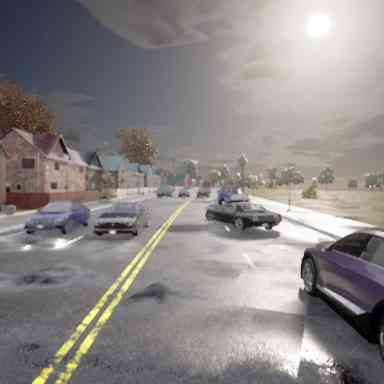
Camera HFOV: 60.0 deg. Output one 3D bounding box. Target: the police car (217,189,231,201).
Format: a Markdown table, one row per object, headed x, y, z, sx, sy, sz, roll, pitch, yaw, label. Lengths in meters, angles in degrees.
| x | y | z | sx | sy | sz | roll | pitch | yaw | label |
| --- | --- | --- | --- | --- | --- | --- | --- | --- | --- |
| 4.649 | 0.356 | 49.045 | 1.930 | 1.638 | 5.238 | 0 | 1 | 3 | police car |

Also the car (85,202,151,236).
| x | y | z | sx | sy | sz | roll | pitch | yaw | label |
| --- | --- | --- | --- | --- | --- | --- | --- | --- | --- |
| -3.174 | 1.192 | 16.139 | 2.033 | 1.411 | 5.357 | 0 | 1 | 1 | car |

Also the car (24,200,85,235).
| x | y | z | sx | sy | sz | roll | pitch | yaw | label |
| --- | --- | --- | --- | --- | --- | --- | --- | --- | --- |
| -6.412 | 1.164 | 16.469 | 1.812 | 1.442 | 4.674 | 0 | 1 | 1 | car |

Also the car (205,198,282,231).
| x | y | z | sx | sy | sz | roll | pitch | yaw | label |
| --- | --- | --- | --- | --- | --- | --- | --- | --- | --- |
| 2.496 | 1.211 | 17.605 | 1.895 | 1.301 | 4.718 | -1 | 1 | -25 | car |

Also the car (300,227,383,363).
| x | y | z | sx | sy | sz | roll | pitch | yaw | label |
| --- | --- | --- | --- | --- | --- | --- | --- | --- | --- |
| 3.270 | 1.314 | 5.194 | 2.033 | 1.649 | 4.856 | 0 | 1 | 0 | car |

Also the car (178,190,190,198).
| x | y | z | sx | sy | sz | roll | pitch | yaw | label |
| --- | --- | --- | --- | --- | --- | --- | --- | --- | --- |
| -1.346 | 0.291 | 58.263 | 2.033 | 1.411 | 5.357 | 0 | 1 | 4 | car |

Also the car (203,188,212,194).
| x | y | z | sx | sy | sz | roll | pitch | yaw | label |
| --- | --- | --- | --- | --- | --- | --- | --- | --- | --- |
| 3.847 | -0.227 | 82.292 | 2.033 | 1.411 | 5.357 | 0 | 1 | 6 | car |

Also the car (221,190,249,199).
| x | y | z | sx | sy | sz | roll | pitch | yaw | label |
| --- | --- | --- | --- | --- | --- | --- | --- | --- | --- |
| 3.693 | 0.881 | 27.074 | 1.882 | 1.535 | 5.008 | 0 | 1 | 2 | car |

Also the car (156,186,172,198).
| x | y | z | sx | sy | sz | roll | pitch | yaw | label |
| --- | --- | --- | --- | --- | --- | --- | --- | --- | --- |
| -4.680 | -0.010 | 57.235 | 2.150 | 2.045 | 5.566 | 0 | 1 | 4 | car |

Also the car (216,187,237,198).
| x | y | z | sx | sy | sz | roll | pitch | yaw | label |
| --- | --- | --- | --- | --- | --- | --- | --- | --- | --- |
| 4.104 | 0.388 | 38.032 | 2.150 | 2.045 | 5.566 | 0 | 1 | 2 | car |

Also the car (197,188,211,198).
| x | y | z | sx | sy | sz | roll | pitch | yaw | label |
| --- | --- | --- | --- | --- | --- | --- | --- | --- | --- |
| 1.991 | 0.074 | 59.008 | 2.097 | 1.767 | 4.553 | 0 | 1 | 4 | car |
